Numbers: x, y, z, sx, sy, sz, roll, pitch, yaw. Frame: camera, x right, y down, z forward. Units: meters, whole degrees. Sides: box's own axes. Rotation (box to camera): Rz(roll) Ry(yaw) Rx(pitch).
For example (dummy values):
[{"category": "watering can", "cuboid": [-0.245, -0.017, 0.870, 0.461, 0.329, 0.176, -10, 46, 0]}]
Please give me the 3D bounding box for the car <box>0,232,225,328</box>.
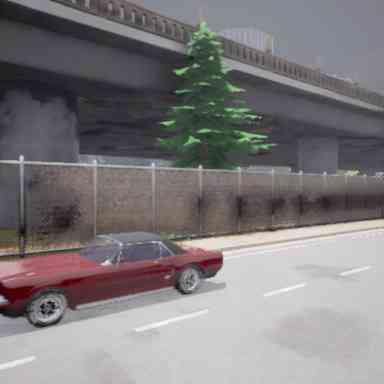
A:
[{"category": "car", "cuboid": [-1.653, 1.590, 7.115, 4.718, 1.301, 1.895, 0, 0, -36]}]
